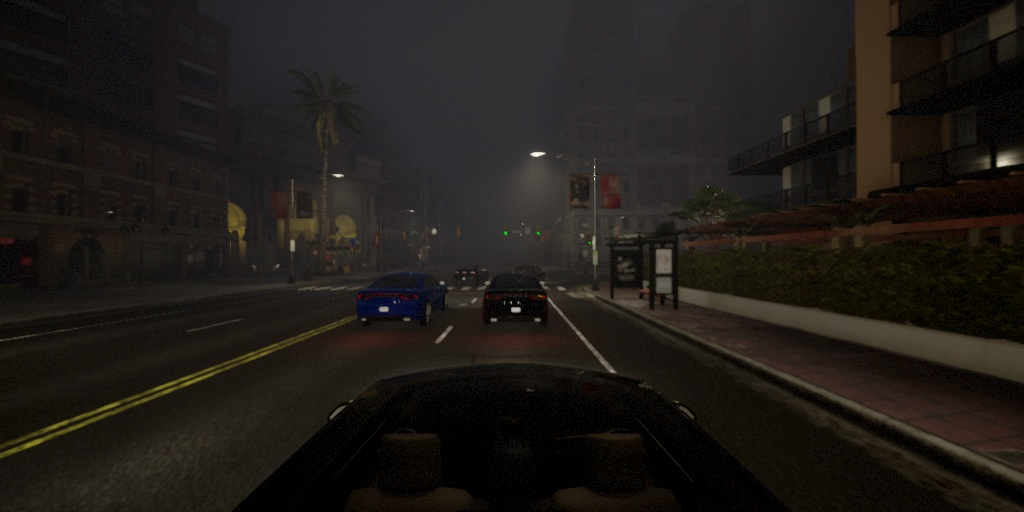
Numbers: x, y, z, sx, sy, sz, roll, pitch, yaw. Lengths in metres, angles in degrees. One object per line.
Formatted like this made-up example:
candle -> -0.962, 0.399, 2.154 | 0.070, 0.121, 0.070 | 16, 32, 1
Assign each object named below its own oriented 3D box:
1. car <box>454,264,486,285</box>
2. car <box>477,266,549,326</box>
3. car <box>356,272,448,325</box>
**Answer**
car -> -2.874, 1.354, 26.872 | 2.128, 1.511, 4.902 | 0, 0, 10
car -> 0.098, 1.273, 11.922 | 1.882, 1.535, 5.008 | 0, 0, 0
car -> -3.402, 1.274, 11.994 | 1.882, 1.535, 5.008 | 0, 0, 0
